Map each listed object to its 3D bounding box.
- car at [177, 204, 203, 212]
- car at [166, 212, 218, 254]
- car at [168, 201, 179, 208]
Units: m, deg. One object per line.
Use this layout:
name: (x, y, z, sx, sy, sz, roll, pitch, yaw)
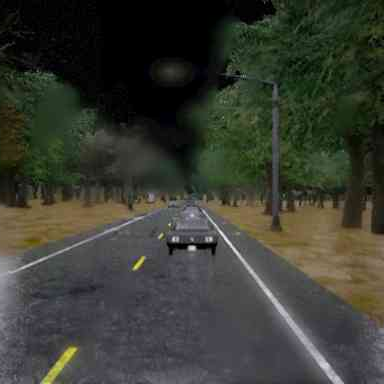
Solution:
car: (0.022, 1.895, 29.309, 1.994, 1.385, 4.181, 0, -1, 0)
car: (0.011, 1.745, 14.132, 1.895, 1.301, 4.718, 0, -1, 0)
car: (-3.471, 2.432, 63.446, 1.994, 1.385, 4.181, 0, -1, 0)
